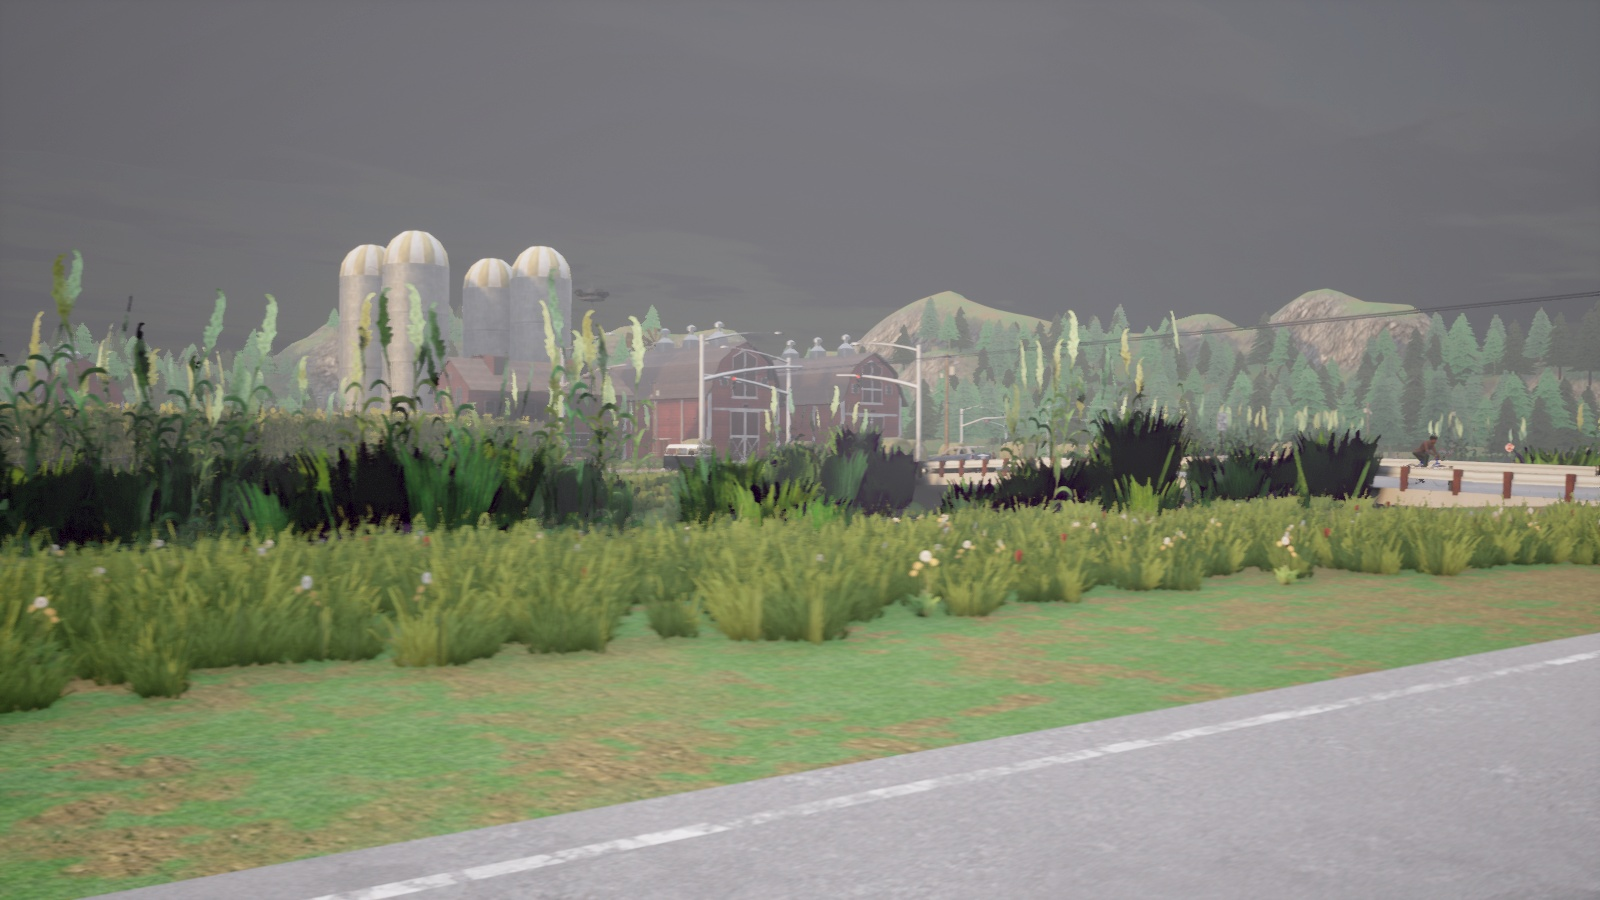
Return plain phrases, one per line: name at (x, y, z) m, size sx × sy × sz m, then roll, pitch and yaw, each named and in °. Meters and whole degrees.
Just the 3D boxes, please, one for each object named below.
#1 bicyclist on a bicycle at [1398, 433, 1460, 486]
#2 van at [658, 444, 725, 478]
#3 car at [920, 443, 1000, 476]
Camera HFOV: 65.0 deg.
bicyclist on a bicycle at (20.008, 0.274, 39.993) m, size 0.582 × 1.620 × 1.656 m, roll 0°, pitch 2°, yaw -33°
van at (-6.819, 0.677, 78.647) m, size 2.069 × 2.038 × 4.480 m, roll 0°, pitch 0°, yaw -38°
car at (8.163, 0.501, 64.383) m, size 1.970 × 1.475 × 3.806 m, roll 0°, pitch -3°, yaw -34°
